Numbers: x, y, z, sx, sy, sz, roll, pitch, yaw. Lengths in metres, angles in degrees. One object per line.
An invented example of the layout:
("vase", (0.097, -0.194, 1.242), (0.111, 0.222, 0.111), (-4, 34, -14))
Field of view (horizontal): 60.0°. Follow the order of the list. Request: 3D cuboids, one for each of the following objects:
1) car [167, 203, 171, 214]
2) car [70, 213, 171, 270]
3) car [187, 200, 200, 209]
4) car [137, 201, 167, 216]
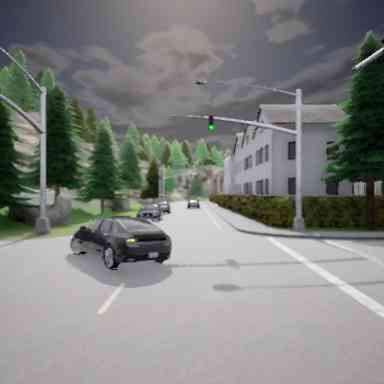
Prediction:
("car", (-3.489, 1.795, 38.649), (1.994, 1.385, 4.181), (0, 0, 0))
("car", (-2.600, 1.582, 11.561), (1.837, 1.490, 4.892), (4, -2, -38))
("car", (0.233, 1.878, 52.281), (1.994, 1.385, 4.181), (0, 0, 0))
("car", (-3.527, 1.735, 28.649), (1.994, 1.385, 4.181), (0, 0, 0))
